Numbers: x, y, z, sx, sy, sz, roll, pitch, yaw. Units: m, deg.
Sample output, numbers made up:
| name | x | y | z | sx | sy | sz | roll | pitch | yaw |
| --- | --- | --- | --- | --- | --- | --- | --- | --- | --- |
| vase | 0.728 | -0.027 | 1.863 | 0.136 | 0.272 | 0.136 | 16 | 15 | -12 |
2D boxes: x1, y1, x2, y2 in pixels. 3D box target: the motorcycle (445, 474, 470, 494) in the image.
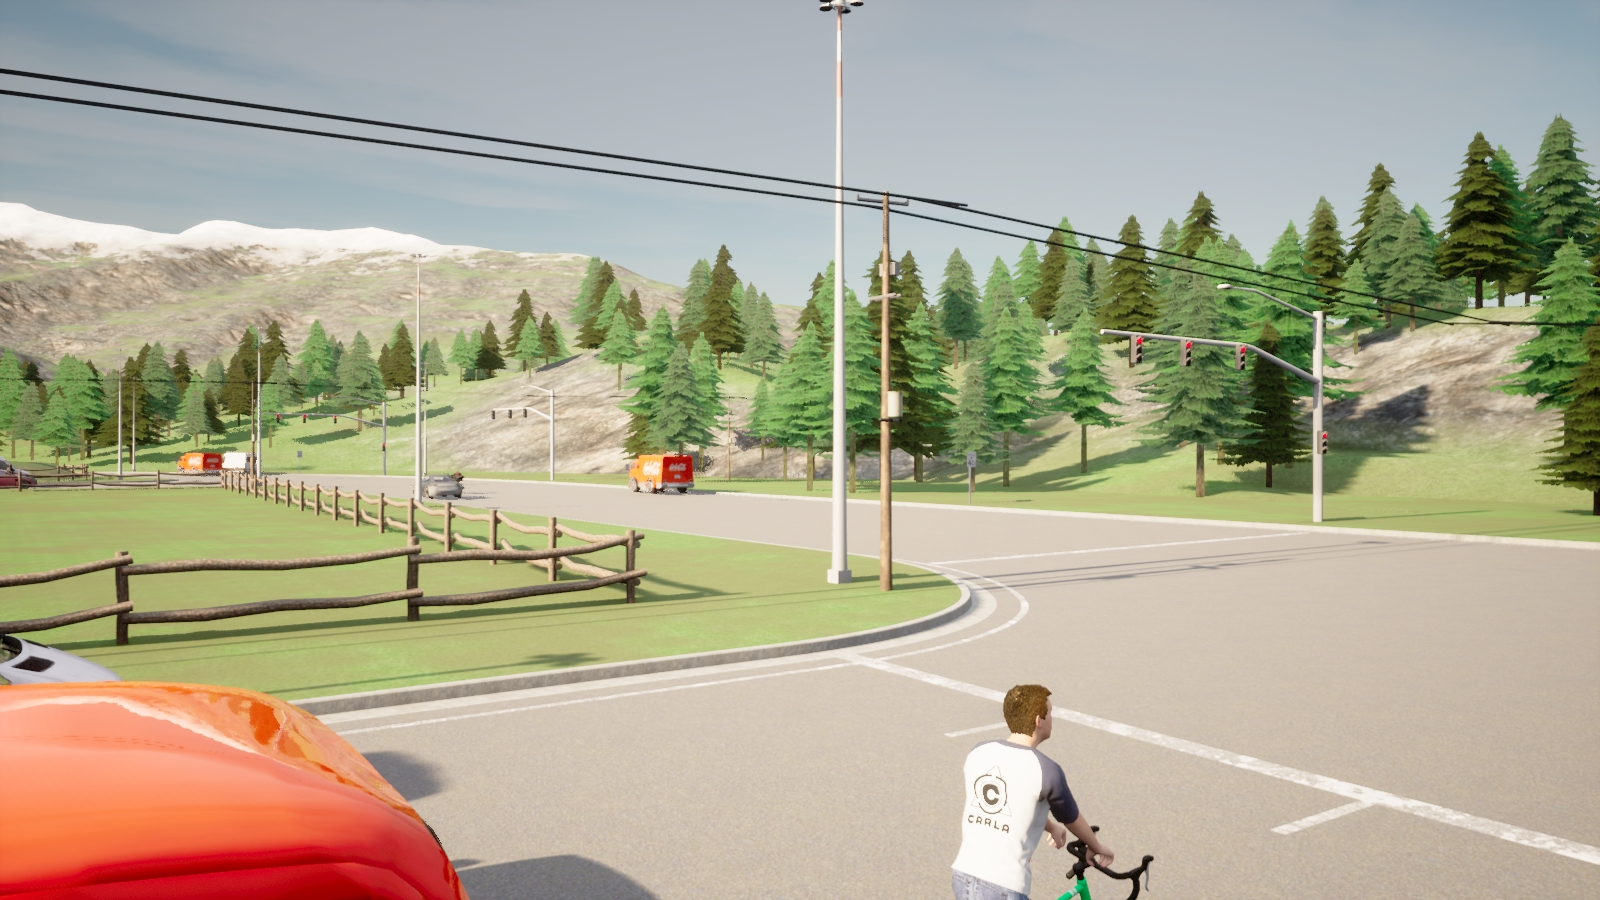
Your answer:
| name | x | y | z | sx | sy | sz | roll | pitch | yaw |
| --- | --- | --- | --- | --- | --- | --- | --- | --- | --- |
| motorcycle | -22.317 | 2.204 | 74.427 | 0.867 | 1.251 | 2.209 | 0 | 0 | -35 |

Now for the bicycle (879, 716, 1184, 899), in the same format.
| name | x | y | z | sx | sy | sz | roll | pitch | yaw |
| --- | --- | --- | --- | --- | --- | --- | --- | --- | --- |
| bicycle | 1.057 | 2.056 | 4.954 | 1.643 | 1.496 | 0.373 | 0 | 0 | -41 |

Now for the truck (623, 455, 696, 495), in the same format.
| name | x | y | z | sx | sy | sz | roll | pitch | yaw |
| --- | --- | --- | --- | --- | --- | --- | --- | --- | --- |
| truck | -9.124 | 1.567 | 73.811 | 2.627 | 2.467 | 5.204 | 0 | 0 | -35 |

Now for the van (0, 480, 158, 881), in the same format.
| name | x | y | z | sx | sy | sz | roll | pitch | yaw |
| --- | --- | --- | --- | --- | --- | --- | --- | --- | --- |
| van | -7.473 | 1.534 | 7.091 | 5.915 | 2.561 | 1.988 | 0 | 0 | -35 |

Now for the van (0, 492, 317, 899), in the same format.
| name | x | y | z | sx | sy | sz | roll | pitch | yaw |
| --- | --- | --- | --- | --- | --- | --- | --- | --- | --- |
| van | -5.222 | 1.534 | 4.394 | 5.915 | 2.561 | 1.988 | 0 | 0 | -35 |

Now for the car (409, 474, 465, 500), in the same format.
| name | x | y | z | sx | sy | sz | roll | pitch | yaw |
| --- | --- | --- | --- | --- | --- | --- | --- | --- | --- |
| car | -21.252 | 2.118 | 66.731 | 1.994 | 1.385 | 4.181 | 0 | 0 | -35 |

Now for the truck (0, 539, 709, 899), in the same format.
| name | x | y | z | sx | sy | sz | roll | pitch | yaw |
| --- | --- | --- | --- | --- | --- | --- | --- | --- | --- |
| truck | -3.058 | 1.568 | 1.724 | 5.204 | 2.467 | 2.627 | 0 | 0 | -34 |
